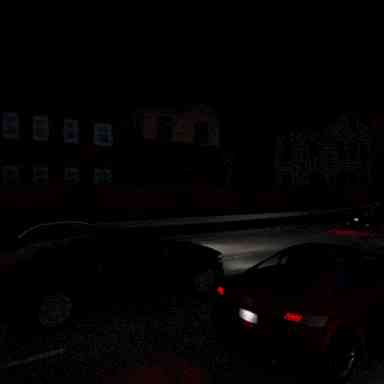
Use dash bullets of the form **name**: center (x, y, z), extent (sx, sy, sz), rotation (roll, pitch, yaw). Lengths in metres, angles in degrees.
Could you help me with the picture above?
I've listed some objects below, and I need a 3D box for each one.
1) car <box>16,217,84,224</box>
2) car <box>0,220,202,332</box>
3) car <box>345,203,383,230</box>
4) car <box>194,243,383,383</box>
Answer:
- **car**: center (-3.587, 1.484, 9.786), extent (4.902, 1.511, 2.128), rotation (0, 0, -36)
- **car**: center (-1.577, 1.471, 6.921), extent (5.008, 1.535, 1.882), rotation (0, 0, -36)
- **car**: center (11.437, 1.421, 20.504), extent (5.008, 1.535, 1.882), rotation (0, 0, -36)
- **car**: center (2.350, 1.551, 5.423), extent (4.181, 1.385, 1.994), rotation (0, 0, -36)
